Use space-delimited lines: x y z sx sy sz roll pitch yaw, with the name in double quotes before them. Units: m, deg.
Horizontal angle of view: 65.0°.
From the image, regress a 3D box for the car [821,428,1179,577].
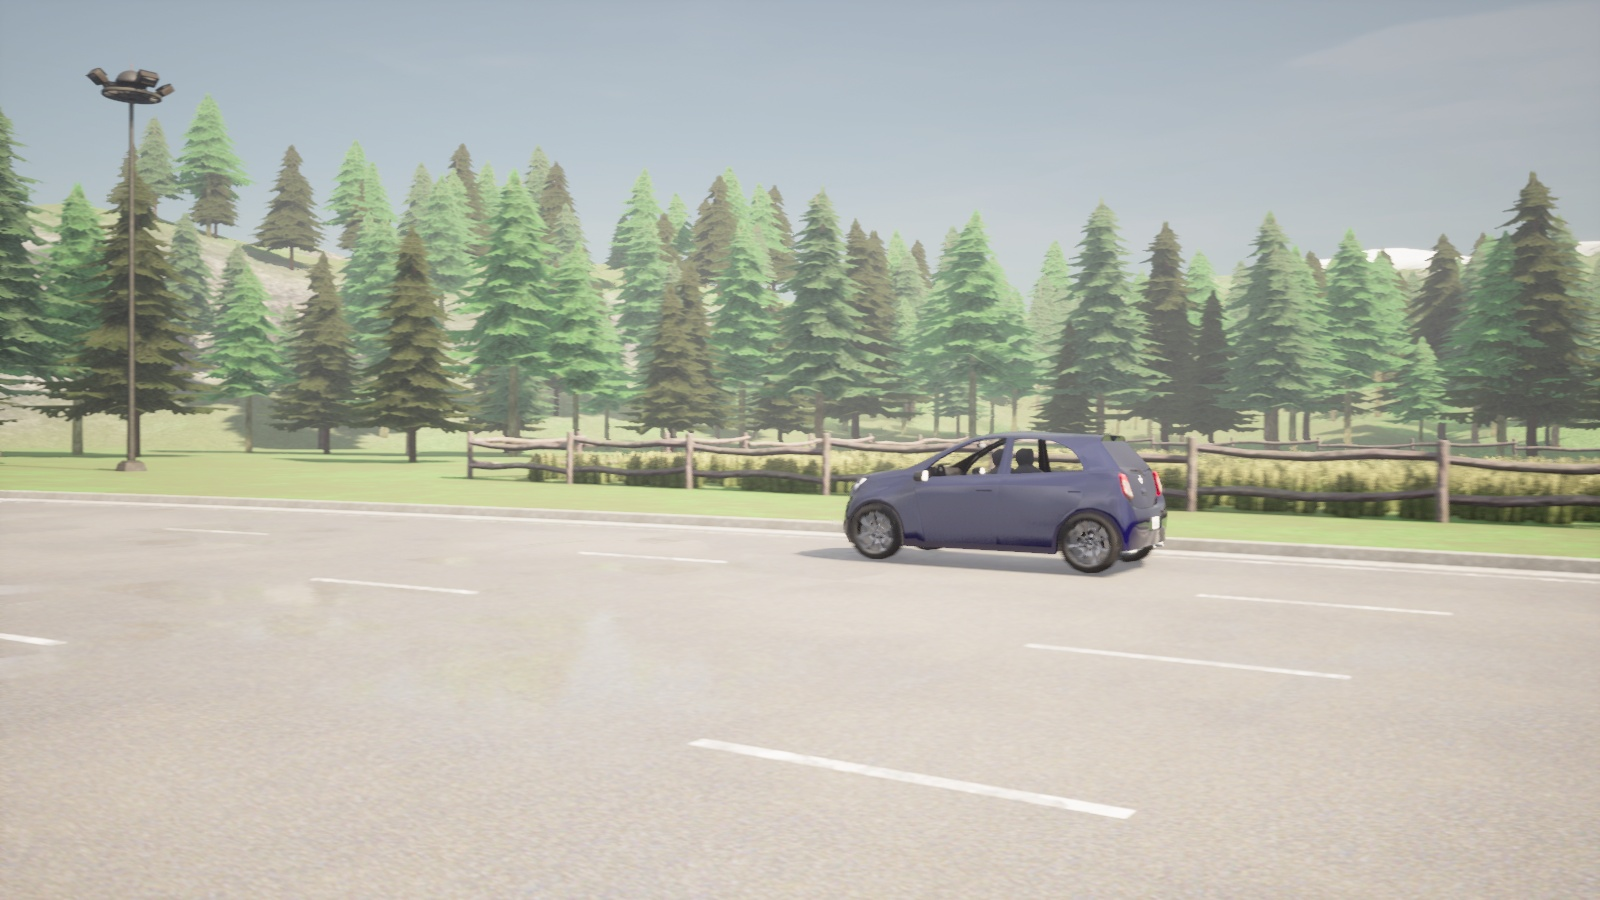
"car" 2.284 0.523 14.434 3.633 1.501 1.845 0 1 30
